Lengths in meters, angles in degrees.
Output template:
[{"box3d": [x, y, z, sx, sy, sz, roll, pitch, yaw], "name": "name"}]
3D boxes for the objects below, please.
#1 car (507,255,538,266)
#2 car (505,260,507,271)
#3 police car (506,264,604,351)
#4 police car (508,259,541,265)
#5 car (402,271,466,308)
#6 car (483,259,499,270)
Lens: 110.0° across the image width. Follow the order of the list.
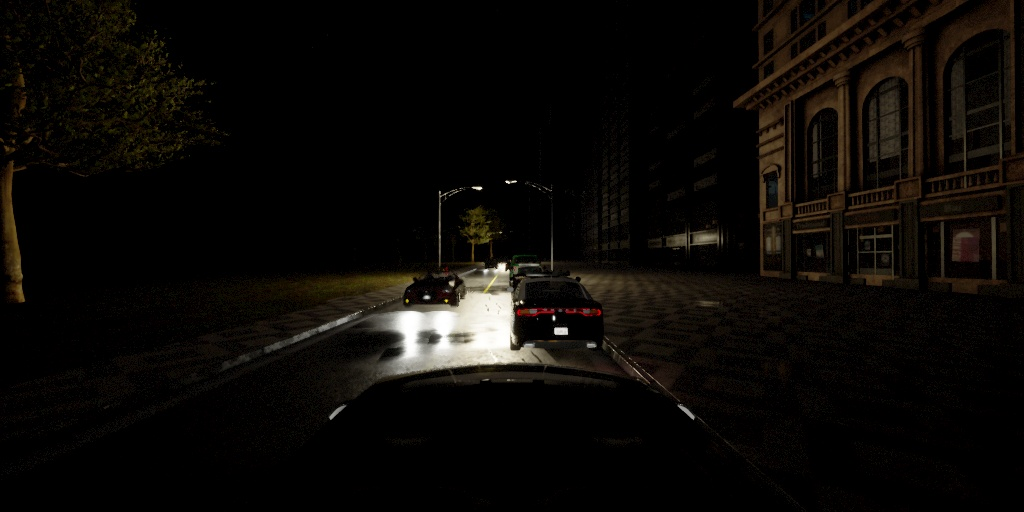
[{"box3d": [0.897, 0.963, 25.076, 2.150, 2.045, 5.566, 0, 0, 0], "name": "car"}, {"box3d": [0.021, 1.253, 46.607, 2.033, 1.411, 5.357, 0, 0, 1], "name": "car"}, {"box3d": [0.900, 1.175, 9.155, 1.930, 1.638, 5.238, 0, 0, 0], "name": "police car"}, {"box3d": [0.899, 1.170, 19.156, 1.930, 1.638, 5.238, 0, 0, 0], "name": "police car"}, {"box3d": [-3.098, 1.312, 15.011, 1.994, 1.385, 4.181, 0, 0, 0], "name": "car"}, {"box3d": [-3.002, 1.199, 52.020, 1.837, 1.490, 4.892, 0, 0, 0], "name": "car"}]
